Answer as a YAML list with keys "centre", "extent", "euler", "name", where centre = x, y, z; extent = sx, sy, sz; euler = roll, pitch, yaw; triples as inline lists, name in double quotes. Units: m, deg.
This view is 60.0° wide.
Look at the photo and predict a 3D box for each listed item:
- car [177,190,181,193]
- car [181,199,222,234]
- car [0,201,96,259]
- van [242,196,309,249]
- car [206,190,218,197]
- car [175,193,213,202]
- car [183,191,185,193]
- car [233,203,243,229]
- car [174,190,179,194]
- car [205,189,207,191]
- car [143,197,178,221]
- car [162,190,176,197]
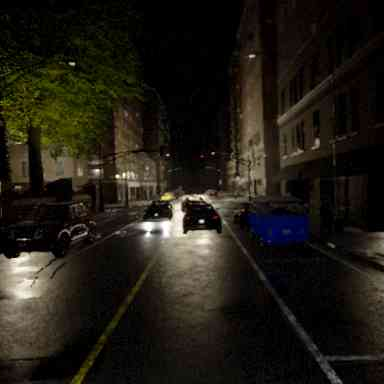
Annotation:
- centre: [-3.962, 0.790, 67.670]
  extent: [1.887, 1.381, 4.507]
  euler: [-2, 1, 1]
  name: "car"
- centre: [0.518, 1.318, 17.650]
  extent: [1.994, 1.385, 4.181]
  euler: [-2, 1, 2]
  name: "car"
- centre: [-5.337, 1.329, 13.099]
  extent: [2.192, 1.841, 5.009]
  euler: [-2, 1, 1]
  name: "car"
- centre: [3.182, 1.065, 12.922]
  extent: [1.690, 1.788, 3.998]
  euler: [-2, 1, 1]
  name: "van"
- centre: [4.688, 0.322, 72.936]
  extent: [1.967, 1.590, 4.097]
  euler: [-2, 1, 1]
  name: "car"
- centre: [0.095, 1.110, 29.041]
  extent: [2.128, 1.511, 4.902]
  euler: [-2, 1, -8]
  name: "car"
- centre: [-3.552, 0.577, 84.016]
  extent: [2.008, 1.369, 4.403]
  euler: [-2, 1, 1]
  name: "car"
- centre: [3.332, 1.211, 18.583]
  extent: [1.947, 1.339, 4.313]
  euler: [-2, 1, 1]
  name: "car"
- centre: [-4.098, 0.871, 62.221]
  extent: [2.008, 1.369, 4.403]
  euler: [-2, 1, 1]
  name: "car"
- centre: [4.966, 0.287, 83.830]
  extent: [2.008, 1.369, 4.403]
  euler: [-2, 1, 1]
  name: "car"
- centre: [-2.372, 1.328, 24.483]
  extent: [1.994, 1.385, 4.181]
  euler: [-2, 1, 2]
  name: "car"
- centre: [-4.240, 0.923, 56.603]
  extent: [1.752, 1.417, 4.829]
  euler: [-2, 1, 1]
  name: "car"
